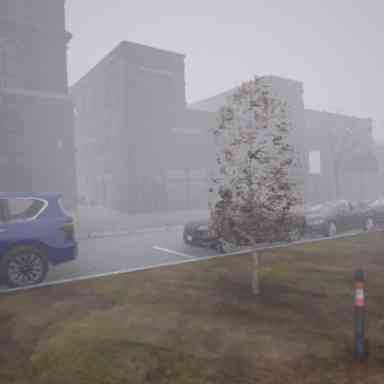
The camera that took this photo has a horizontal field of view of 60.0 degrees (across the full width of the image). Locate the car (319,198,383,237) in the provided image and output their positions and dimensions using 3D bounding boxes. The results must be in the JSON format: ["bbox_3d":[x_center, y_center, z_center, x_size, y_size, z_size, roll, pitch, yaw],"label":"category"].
[{"bbox_3d":[6.528,1.120,15.283,4.892,1.521,2.231,-2,1,-33],"label":"car"}]

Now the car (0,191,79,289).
[{"bbox_3d":[-5.264,1.030,6.850,5.566,2.045,2.435,-1,1,-33],"label":"car"}]

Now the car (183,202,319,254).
[{"bbox_3d":[2.021,1.179,12.059,5.008,1.535,2.097,-1,1,-33],"label":"car"}]
